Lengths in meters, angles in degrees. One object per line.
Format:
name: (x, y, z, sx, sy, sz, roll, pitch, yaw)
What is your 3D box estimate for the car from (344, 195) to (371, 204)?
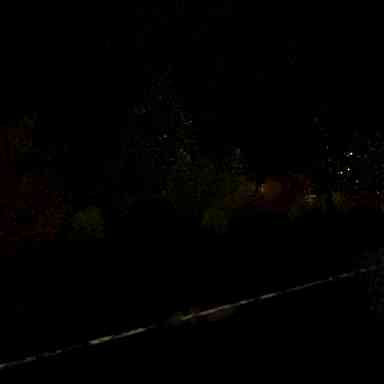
car: (30.698, 1.333, 62.194, 1.882, 1.535, 5.008, 0, 0, -37)
